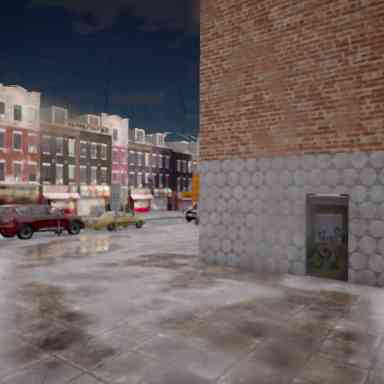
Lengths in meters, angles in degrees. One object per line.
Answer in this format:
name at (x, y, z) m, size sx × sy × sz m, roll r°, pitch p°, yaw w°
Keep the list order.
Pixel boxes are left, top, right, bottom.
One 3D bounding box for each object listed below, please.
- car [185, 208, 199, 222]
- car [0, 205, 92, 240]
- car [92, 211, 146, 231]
car at (1.064, 2.192, 32.556) m, size 1.947 × 1.339 × 4.313 m, roll -1°, pitch -2°, yaw 36°
car at (-8.646, 1.635, 19.055) m, size 2.192 × 1.841 × 5.009 m, roll -1°, pitch -2°, yaw 36°
car at (-5.310, 1.951, 23.691) m, size 1.752 × 1.417 × 4.829 m, roll -1°, pitch -2°, yaw 36°
